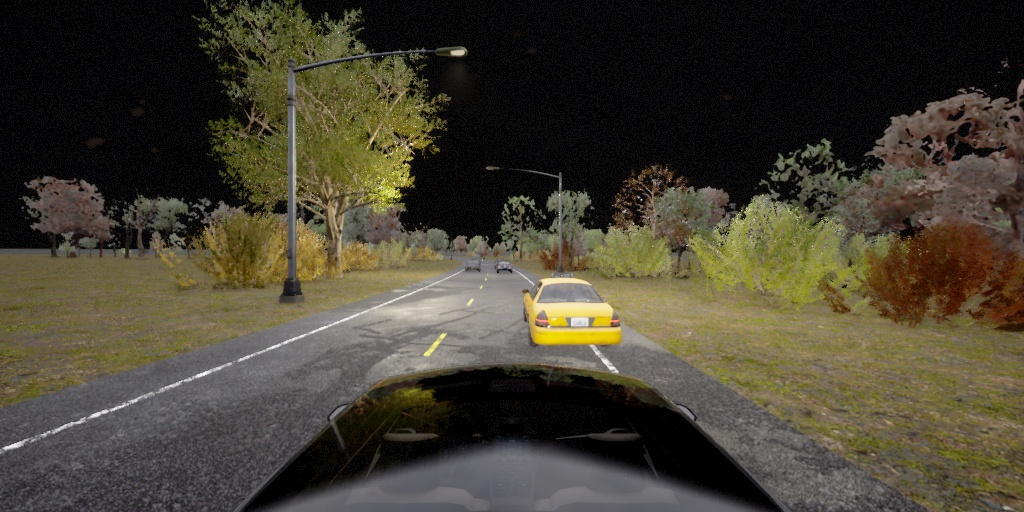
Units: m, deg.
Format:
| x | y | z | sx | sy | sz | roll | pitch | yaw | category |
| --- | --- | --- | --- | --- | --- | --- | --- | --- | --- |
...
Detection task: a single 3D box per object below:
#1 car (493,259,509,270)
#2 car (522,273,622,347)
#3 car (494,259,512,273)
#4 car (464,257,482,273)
| x | y | z | sx | sy | sz | roll | pitch | yaw | category |
| --- | --- | --- | --- | --- | --- | --- | --- | --- | --- |
| -1.694 | 1.174 | 53.182 | 2.128 | 1.511 | 4.902 | 0 | 0 | -4 | car |
| 1.249 | 1.205 | 9.237 | 1.801 | 1.575 | 5.366 | 0 | 0 | 0 | car |
| -0.959 | 1.253 | 42.572 | 2.033 | 1.411 | 5.357 | 0 | 0 | -4 | car |
| -4.731 | 1.211 | 43.820 | 1.837 | 1.490 | 4.892 | 0 | 0 | -4 | car |
